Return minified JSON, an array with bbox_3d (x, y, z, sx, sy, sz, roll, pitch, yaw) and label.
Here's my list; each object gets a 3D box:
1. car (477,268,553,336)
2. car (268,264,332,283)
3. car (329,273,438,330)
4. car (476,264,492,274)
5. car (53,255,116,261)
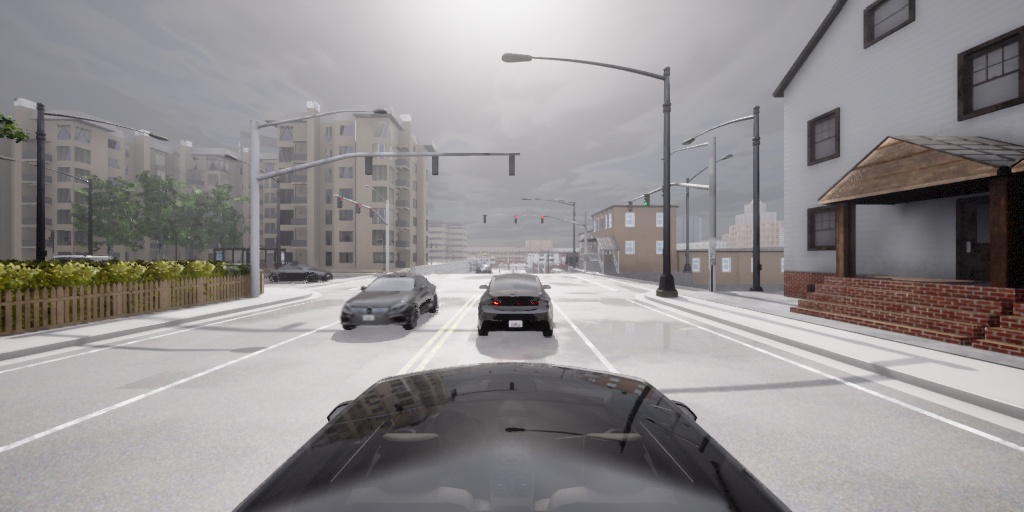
[{"bbox_3d":[0.092,1.255,10.360,1.837,1.490,4.892,0,0,0],"label":"car"},{"bbox_3d":[-15.848,1.314,27.013,4.181,1.385,1.994,0,0,1],"label":"car"},{"bbox_3d":[-3.543,1.276,11.209,1.812,1.442,4.674,0,0,0],"label":"car"},{"bbox_3d":[-3.618,1.755,47.174,2.128,1.511,4.902,0,-5,0],"label":"car"},{"bbox_3d":[-31.685,0.969,27.220,5.566,2.045,2.150,0,0,1],"label":"car"}]
